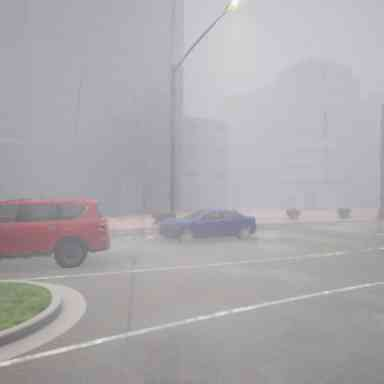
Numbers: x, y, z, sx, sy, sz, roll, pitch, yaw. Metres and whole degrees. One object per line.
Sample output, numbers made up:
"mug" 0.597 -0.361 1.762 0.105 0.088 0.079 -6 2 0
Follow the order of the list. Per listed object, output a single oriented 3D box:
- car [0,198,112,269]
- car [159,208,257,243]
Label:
"car" -5.332 1.222 10.239 5.566 2.045 2.150 1 0 -20
"car" 0.841 1.568 16.497 5.008 1.535 1.882 1 0 -24
